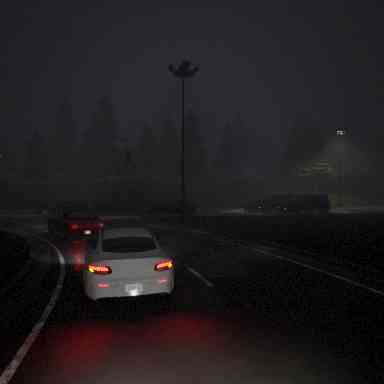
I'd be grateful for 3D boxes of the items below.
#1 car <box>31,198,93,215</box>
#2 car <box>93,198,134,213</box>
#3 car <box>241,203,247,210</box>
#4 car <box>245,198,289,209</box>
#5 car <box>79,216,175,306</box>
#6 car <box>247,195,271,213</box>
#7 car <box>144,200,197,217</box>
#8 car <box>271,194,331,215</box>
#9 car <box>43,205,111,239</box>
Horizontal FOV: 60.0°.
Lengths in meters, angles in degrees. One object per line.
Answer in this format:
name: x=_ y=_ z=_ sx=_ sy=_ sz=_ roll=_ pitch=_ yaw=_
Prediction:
car: x=-12.335 y=1.505 z=31.919 sx=4.892 sy=1.490 sz=1.837 roll=0 pitch=0 yaw=-14
car: x=-8.899 y=1.477 z=36.349 sx=5.008 sy=1.535 sz=1.882 roll=0 pitch=0 yaw=-14
car: x=8.255 y=1.526 z=40.472 sx=4.674 sy=1.442 sz=1.812 roll=0 pitch=0 yaw=-14
car: x=9.981 y=1.547 z=44.511 sx=5.357 sy=1.411 sz=2.033 roll=0 pitch=0 yaw=-14
car: x=-1.650 y=1.526 z=8.089 sx=1.812 sy=1.442 sz=4.674 roll=0 pitch=0 yaw=-16
car: x=9.494 y=1.221 z=37.193 sx=5.566 sy=2.045 sz=2.150 roll=0 pitch=0 yaw=-14
car: x=-1.953 y=1.492 z=30.826 sx=4.902 sy=1.511 sz=2.128 roll=0 pitch=0 yaw=-14
car: x=11.421 y=1.221 z=34.058 sx=5.566 sy=2.045 sz=2.150 roll=0 pitch=0 yaw=-14
car: x=-6.153 y=1.601 z=17.385 sx=1.895 sy=1.301 sz=4.718 roll=0 pitch=0 yaw=-35
